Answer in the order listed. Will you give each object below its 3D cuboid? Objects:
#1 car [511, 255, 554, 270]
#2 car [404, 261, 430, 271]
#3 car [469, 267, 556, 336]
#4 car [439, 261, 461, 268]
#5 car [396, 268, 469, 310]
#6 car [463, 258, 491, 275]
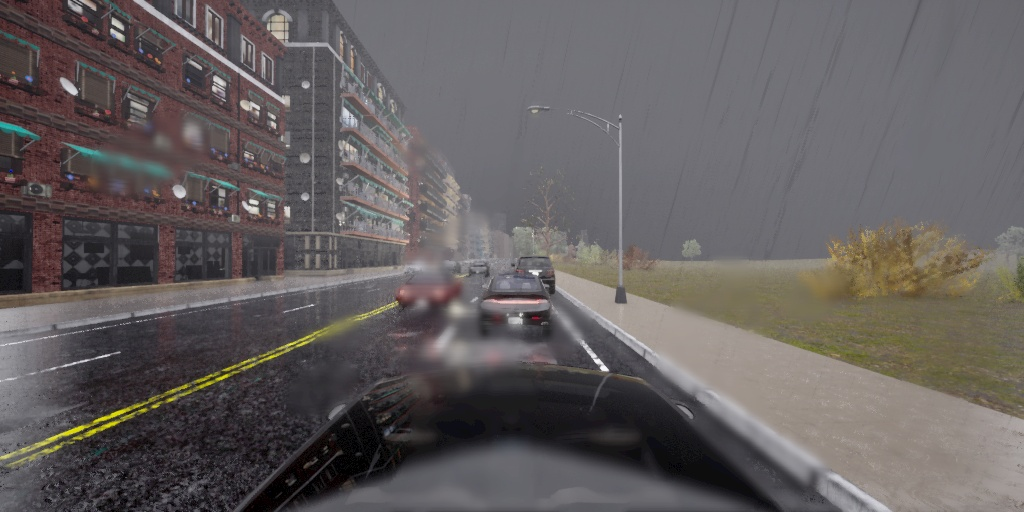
[{"bbox_3d":[1.151,0.977,20.268,2.150,2.045,5.566,0,0,0],"label":"car"},{"bbox_3d":[-9.812,1.277,37.425,1.812,1.442,4.674,0,0,0],"label":"car"},{"bbox_3d":[0.107,1.243,10.399,2.128,1.511,4.902,0,0,0],"label":"car"},{"bbox_3d":[-6.575,1.229,38.278,1.882,1.535,5.008,0,0,0],"label":"car"},{"bbox_3d":[-3.144,1.352,14.789,1.895,1.301,4.718,0,0,0],"label":"car"},{"bbox_3d":[-3.126,1.245,35.083,2.128,1.511,4.902,0,0,0],"label":"car"}]
